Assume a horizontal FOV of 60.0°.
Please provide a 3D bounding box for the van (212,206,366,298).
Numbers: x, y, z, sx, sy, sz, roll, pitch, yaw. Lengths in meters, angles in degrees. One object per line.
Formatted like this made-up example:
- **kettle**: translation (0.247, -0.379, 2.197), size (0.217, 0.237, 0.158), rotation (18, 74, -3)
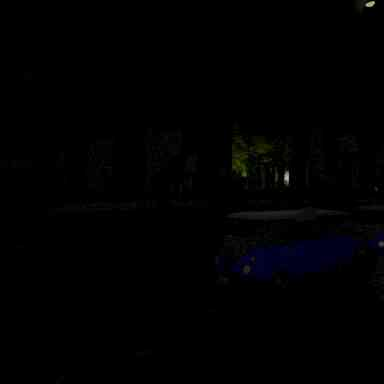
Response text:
- **van**: translation (2.368, 1.340, 8.234), size (3.998, 1.788, 1.690), rotation (0, 0, -36)

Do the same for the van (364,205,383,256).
- **van**: translation (6.970, 1.338, 11.525), size (3.998, 1.788, 1.690), rotation (0, 0, -36)
